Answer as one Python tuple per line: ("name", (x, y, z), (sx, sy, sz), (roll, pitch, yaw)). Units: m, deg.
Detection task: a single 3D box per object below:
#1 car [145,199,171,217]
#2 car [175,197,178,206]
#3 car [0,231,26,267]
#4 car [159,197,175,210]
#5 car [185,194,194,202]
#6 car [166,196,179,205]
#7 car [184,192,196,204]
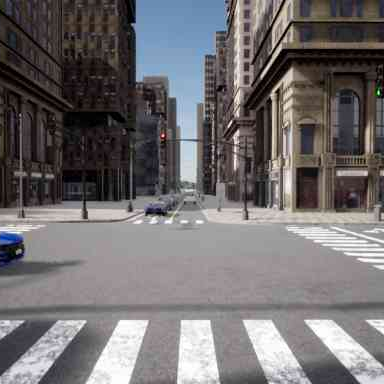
("car", (-3.354, 1.592, 31.589), (1.895, 1.301, 4.718), (0, 0, -1))
("car", (-3.485, 1.512, 50.248), (1.812, 1.442, 4.674), (0, 0, -1))
("car", (-7.495, 1.477, 9.582), (5.008, 1.535, 1.882), (0, 1, -1))
("car", (-3.429, 1.493, 40.918), (1.837, 1.490, 4.892), (0, 0, 0))
("car", (-0.536, 1.338, 72.844), (2.097, 1.767, 4.553), (0, 0, 0))
("car", (-3.522, 1.532, 60.926), (2.033, 1.411, 5.357), (0, 0, 0))
("car", (-0.381, 1.203, 62.421), (2.150, 2.045, 5.566), (0, 0, 0))
